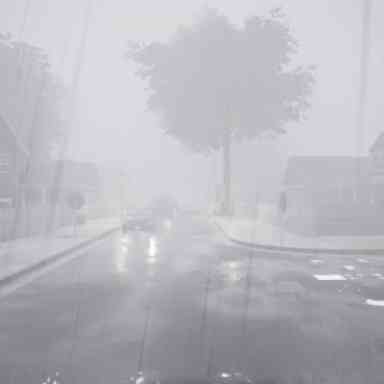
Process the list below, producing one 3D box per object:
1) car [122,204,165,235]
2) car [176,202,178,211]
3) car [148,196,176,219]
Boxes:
[{"bbox_3d":[-2.912,1.659,19.969,1.812,1.442,4.674,0,0,0],"label":"car"},{"bbox_3d":[-2.969,1.782,46.061,1.882,1.535,5.008,0,-1,0],"label":"car"},{"bbox_3d":[-2.949,1.436,32.143,2.150,2.045,5.566,0,-1,0],"label":"car"}]
